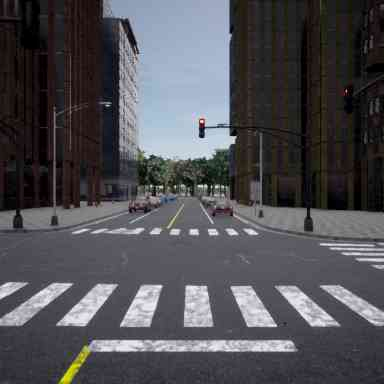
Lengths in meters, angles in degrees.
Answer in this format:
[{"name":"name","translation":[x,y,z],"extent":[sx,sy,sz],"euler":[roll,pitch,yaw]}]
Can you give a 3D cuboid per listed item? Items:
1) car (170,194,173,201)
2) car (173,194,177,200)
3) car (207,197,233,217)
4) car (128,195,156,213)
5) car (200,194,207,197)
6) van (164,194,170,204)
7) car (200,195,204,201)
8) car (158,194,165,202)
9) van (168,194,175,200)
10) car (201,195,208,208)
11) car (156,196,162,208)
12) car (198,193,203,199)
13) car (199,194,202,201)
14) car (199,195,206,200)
[{"name":"car","translation":[-5.735,1.566,69.809],"extent":[2.008,1.369,4.403],"euler":[0,0,0]},{"name":"car","translation":[-5.729,1.591,86.121],"extent":[1.947,1.339,4.313],"euler":[0,0,0]},{"name":"car","translation":[2.775,1.442,31.742],"extent":[1.967,1.590,4.097],"euler":[0,0,0]},{"name":"car","translation":[-5.748,1.318,37.183],"extent":[2.192,1.841,5.009],"euler":[0,0,0]},{"name":"car","translation":[2.786,1.555,58.930],"extent":[1.887,1.381,4.507],"euler":[0,0,0]},{"name":"van","translation":[-5.738,1.354,64.371],"extent":[1.690,1.788,3.998],"euler":[0,0,0]},{"name":"car","translation":[2.784,1.553,53.492],"extent":[1.887,1.381,4.507],"euler":[0,0,0]},{"name":"car","translation":[-5.742,1.534,53.326],"extent":[1.752,1.417,4.829],"euler":[0,0,0]},{"name":"van","translation":[-5.727,1.371,91.559],"extent":[1.690,1.788,3.998],"euler":[0,0,0]},{"name":"car","translation":[2.781,1.557,48.054],"extent":[2.008,1.369,4.403],"euler":[0,0,0]},{"name":"car","translation":[-5.744,1.588,48.058],"extent":[1.802,1.307,4.206],"euler":[0,0,0]},{"name":"car","translation":[2.792,1.544,75.412],"extent":[1.752,1.417,4.829],"euler":[0,0,0]},{"name":"car","translation":[2.788,1.538,64.537],"extent":[1.752,1.417,4.829],"euler":[0,0,0]},{"name":"car","translation":[2.798,1.555,91.725],"extent":[1.752,1.417,4.829],"euler":[0,0,0]}]
